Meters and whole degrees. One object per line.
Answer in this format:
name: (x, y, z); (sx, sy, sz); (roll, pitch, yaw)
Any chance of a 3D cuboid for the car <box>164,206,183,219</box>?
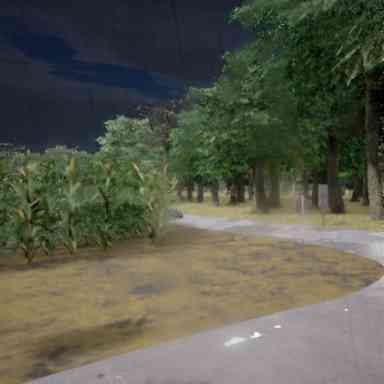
car: (-2.533, 2.132, 34.815); (1.994, 1.385, 4.181); (-1, 0, -28)
